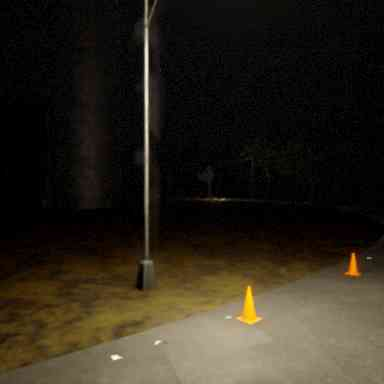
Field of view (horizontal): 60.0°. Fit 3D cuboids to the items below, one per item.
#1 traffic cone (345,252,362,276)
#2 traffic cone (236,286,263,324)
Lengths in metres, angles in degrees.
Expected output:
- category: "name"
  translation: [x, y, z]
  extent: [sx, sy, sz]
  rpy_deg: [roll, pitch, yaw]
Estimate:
- category: "traffic cone"
  translation: [4.479, 1.976, 9.229]
  extent: [0.340, 0.580, 0.340]
  rpy_deg: [0, 0, 44]
- category: "traffic cone"
  translation: [1.022, 1.978, 5.929]
  extent: [0.340, 0.580, 0.340]
  rpy_deg: [0, 0, -41]
